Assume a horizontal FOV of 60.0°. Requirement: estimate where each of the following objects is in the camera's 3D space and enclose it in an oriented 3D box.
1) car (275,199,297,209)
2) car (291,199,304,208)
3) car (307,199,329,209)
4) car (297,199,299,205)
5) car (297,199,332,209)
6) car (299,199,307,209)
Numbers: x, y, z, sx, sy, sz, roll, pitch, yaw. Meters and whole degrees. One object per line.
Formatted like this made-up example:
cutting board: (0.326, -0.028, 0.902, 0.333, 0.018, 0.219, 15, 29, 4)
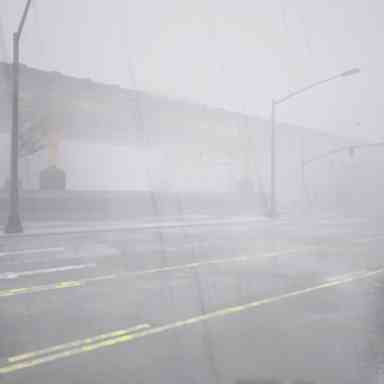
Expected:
car: (11.975, 1.641, 47.049, 4.536, 1.218, 1.853, 0, 0, 8)
car: (15.788, 1.685, 49.776, 1.853, 1.218, 4.536, 0, 0, 18)
car: (19.631, 1.734, 53.479, 4.536, 1.218, 1.853, 0, 0, -7)
car: (12.025, 1.799, 47.042, 4.974, 1.542, 2.038, 0, 0, 8)
car: (19.682, 1.892, 53.485, 4.974, 1.542, 2.038, 0, 0, -7)
car: (15.771, 1.842, 49.726, 2.038, 1.542, 4.974, 0, 0, 18)
